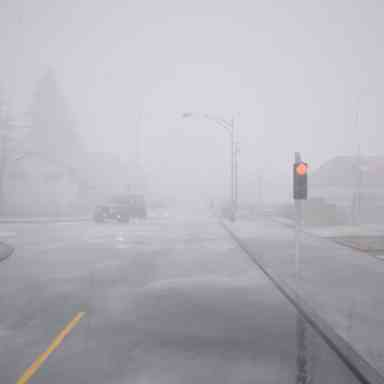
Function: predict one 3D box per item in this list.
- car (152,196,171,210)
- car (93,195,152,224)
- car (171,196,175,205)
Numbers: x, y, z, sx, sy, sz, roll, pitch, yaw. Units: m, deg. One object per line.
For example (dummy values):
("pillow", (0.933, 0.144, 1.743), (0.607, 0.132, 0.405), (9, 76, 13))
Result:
("car", (-4.101, 1.464, 42.782), (1.882, 1.535, 5.008), (0, 0, 0))
("car", (-5.199, 1.216, 25.012), (2.150, 2.045, 5.566), (0, 0, 14))
("car", (-4.080, 1.486, 59.244), (1.837, 1.490, 4.892), (0, 0, 0))
